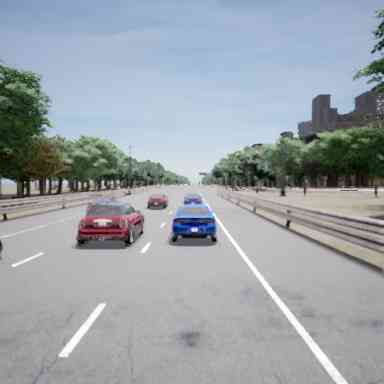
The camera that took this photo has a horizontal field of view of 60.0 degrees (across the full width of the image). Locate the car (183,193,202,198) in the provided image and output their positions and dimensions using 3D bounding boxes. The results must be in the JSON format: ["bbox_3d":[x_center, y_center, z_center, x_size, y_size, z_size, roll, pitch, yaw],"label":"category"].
[{"bbox_3d":[0.094,0.864,33.902,1.812,1.442,4.674,0,2,0],"label":"car"}]

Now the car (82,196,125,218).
[{"bbox_3d":[-6.904,1.092,26.706,2.033,1.411,5.357,0,2,0],"label":"car"}]

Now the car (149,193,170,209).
[{"bbox_3d":[-3.406,0.864,33.905,1.812,1.442,4.674,0,2,0],"label":"car"}]

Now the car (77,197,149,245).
[{"bbox_3d":[-3.402,1.199,14.778,2.097,1.767,4.553,0,1,0],"label":"car"}]

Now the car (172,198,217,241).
[{"bbox_3d":[0.097,1.305,15.684,1.882,1.535,5.008,0,1,0],"label":"car"}]

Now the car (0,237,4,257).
[{"bbox_3d":[-6.901,1.469,8.640,1.812,1.442,4.674,0,1,0],"label":"car"}]
